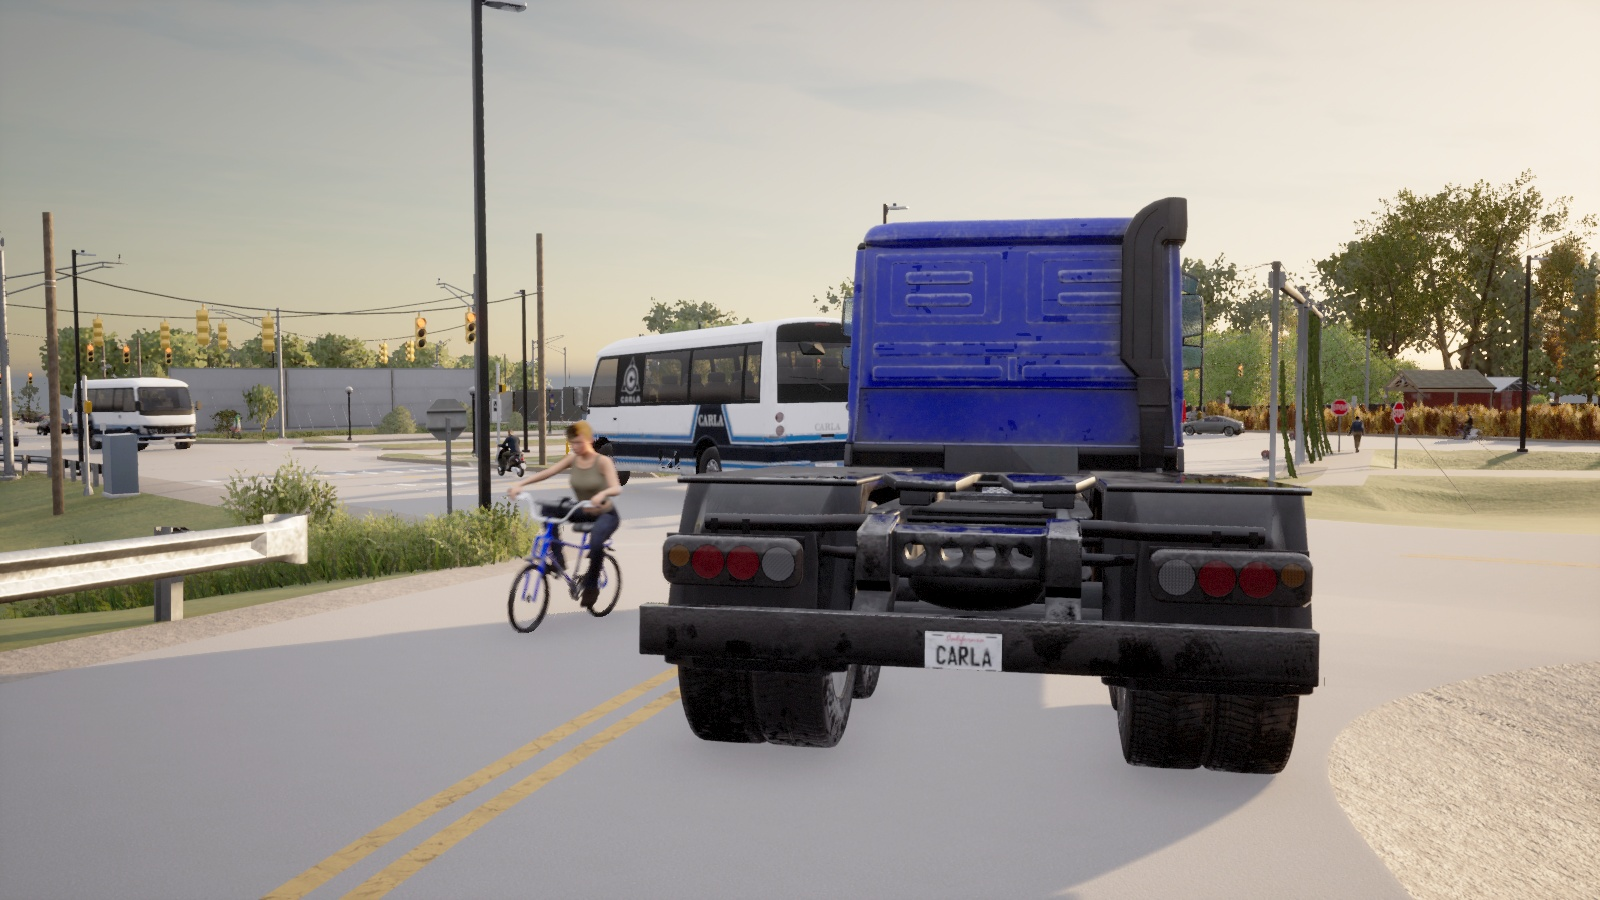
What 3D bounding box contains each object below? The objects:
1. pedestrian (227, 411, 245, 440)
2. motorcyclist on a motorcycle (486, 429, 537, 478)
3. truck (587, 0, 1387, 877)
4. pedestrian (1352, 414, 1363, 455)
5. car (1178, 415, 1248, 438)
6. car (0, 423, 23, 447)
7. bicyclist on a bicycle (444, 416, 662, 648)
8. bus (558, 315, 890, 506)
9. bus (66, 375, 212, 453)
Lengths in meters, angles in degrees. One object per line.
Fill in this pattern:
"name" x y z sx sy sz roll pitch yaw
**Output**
"pedestrian" -38.565 -1.709 85.877 0.873 1.952 0.659 0 3 -2
"motorcyclist on a motorcycle" -9.696 0.094 42.163 0.866 1.590 1.817 -3 3 -41
"truck" 1.377 -0.288 8.546 2.891 3.462 7.936 1 1 11
"pedestrian" 26.891 -0.762 60.591 0.423 1.949 0.788 2 4 26
"car" 28.308 -1.623 86.094 4.181 1.385 1.994 2 4 37
"car" -52.970 -1.007 82.947 2.033 1.411 5.357 -3 3 -39
"bicyclist on a bicycle" -1.879 0.571 9.776 0.866 1.612 1.509 4 2 25
"bus" -2.404 -1.042 33.243 3.944 4.253 10.273 -2 2 -35
"bus" -39.038 -2.173 73.976 10.273 4.253 3.944 2 4 40
